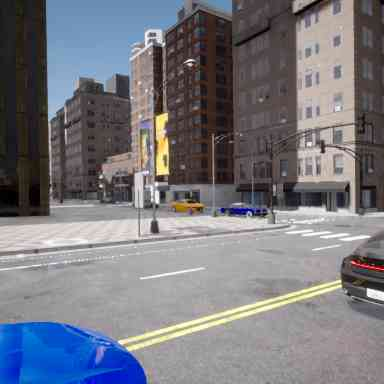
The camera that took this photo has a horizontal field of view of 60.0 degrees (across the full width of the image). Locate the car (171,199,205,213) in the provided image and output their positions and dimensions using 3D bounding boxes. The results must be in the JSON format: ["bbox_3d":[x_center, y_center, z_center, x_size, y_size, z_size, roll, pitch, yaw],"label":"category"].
[{"bbox_3d":[-0.546,1.603,38.366,1.882,1.535,5.008,-1,0,-35],"label":"car"}]

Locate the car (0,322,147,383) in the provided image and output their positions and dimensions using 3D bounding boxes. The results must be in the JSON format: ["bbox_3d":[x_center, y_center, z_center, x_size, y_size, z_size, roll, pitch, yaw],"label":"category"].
[{"bbox_3d":[-2.584,1.478,1.598,5.008,1.535,1.882,0,0,-35],"label":"car"}]

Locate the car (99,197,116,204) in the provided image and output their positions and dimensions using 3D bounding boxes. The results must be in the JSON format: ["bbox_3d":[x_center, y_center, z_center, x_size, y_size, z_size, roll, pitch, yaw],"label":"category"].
[{"bbox_3d":[-17.207,1.742,67.576,2.033,1.411,5.357,-1,0,-35],"label":"car"}]

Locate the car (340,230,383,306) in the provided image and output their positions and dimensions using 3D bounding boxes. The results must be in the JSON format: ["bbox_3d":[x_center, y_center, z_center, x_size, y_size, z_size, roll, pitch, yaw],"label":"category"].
[{"bbox_3d":[5.106,1.504,7.087,4.892,1.490,1.837,0,0,-36],"label":"car"}]

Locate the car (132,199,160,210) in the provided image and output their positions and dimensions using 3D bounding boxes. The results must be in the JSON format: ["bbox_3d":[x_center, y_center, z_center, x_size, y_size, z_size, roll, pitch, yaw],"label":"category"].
[{"bbox_3d":[-6.642,1.710,47.026,2.033,1.411,5.357,-1,0,-36],"label":"car"}]

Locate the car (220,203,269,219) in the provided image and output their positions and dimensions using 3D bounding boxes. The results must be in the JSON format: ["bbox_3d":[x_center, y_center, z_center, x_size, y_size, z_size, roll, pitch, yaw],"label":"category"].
[{"bbox_3d":[4.808,1.695,30.762,1.895,1.301,4.718,-1,0,-35],"label":"car"}]
